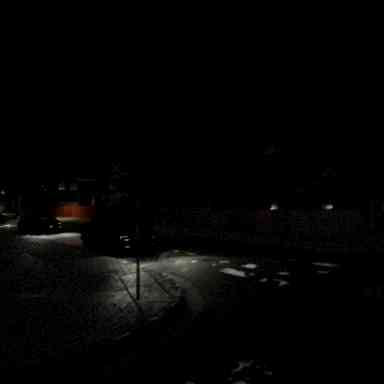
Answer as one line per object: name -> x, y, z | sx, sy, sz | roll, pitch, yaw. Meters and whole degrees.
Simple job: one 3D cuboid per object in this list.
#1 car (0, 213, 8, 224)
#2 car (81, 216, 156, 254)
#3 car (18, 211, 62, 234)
car -> -20.566, 2.535, 33.792 | 5.357, 1.411, 2.033 | -2, -1, 43
car -> -3.624, 1.907, 15.873 | 1.882, 1.535, 5.008 | 0, -1, -40
car -> -11.339, 2.201, 24.641 | 1.837, 1.490, 4.892 | 0, -1, -43
